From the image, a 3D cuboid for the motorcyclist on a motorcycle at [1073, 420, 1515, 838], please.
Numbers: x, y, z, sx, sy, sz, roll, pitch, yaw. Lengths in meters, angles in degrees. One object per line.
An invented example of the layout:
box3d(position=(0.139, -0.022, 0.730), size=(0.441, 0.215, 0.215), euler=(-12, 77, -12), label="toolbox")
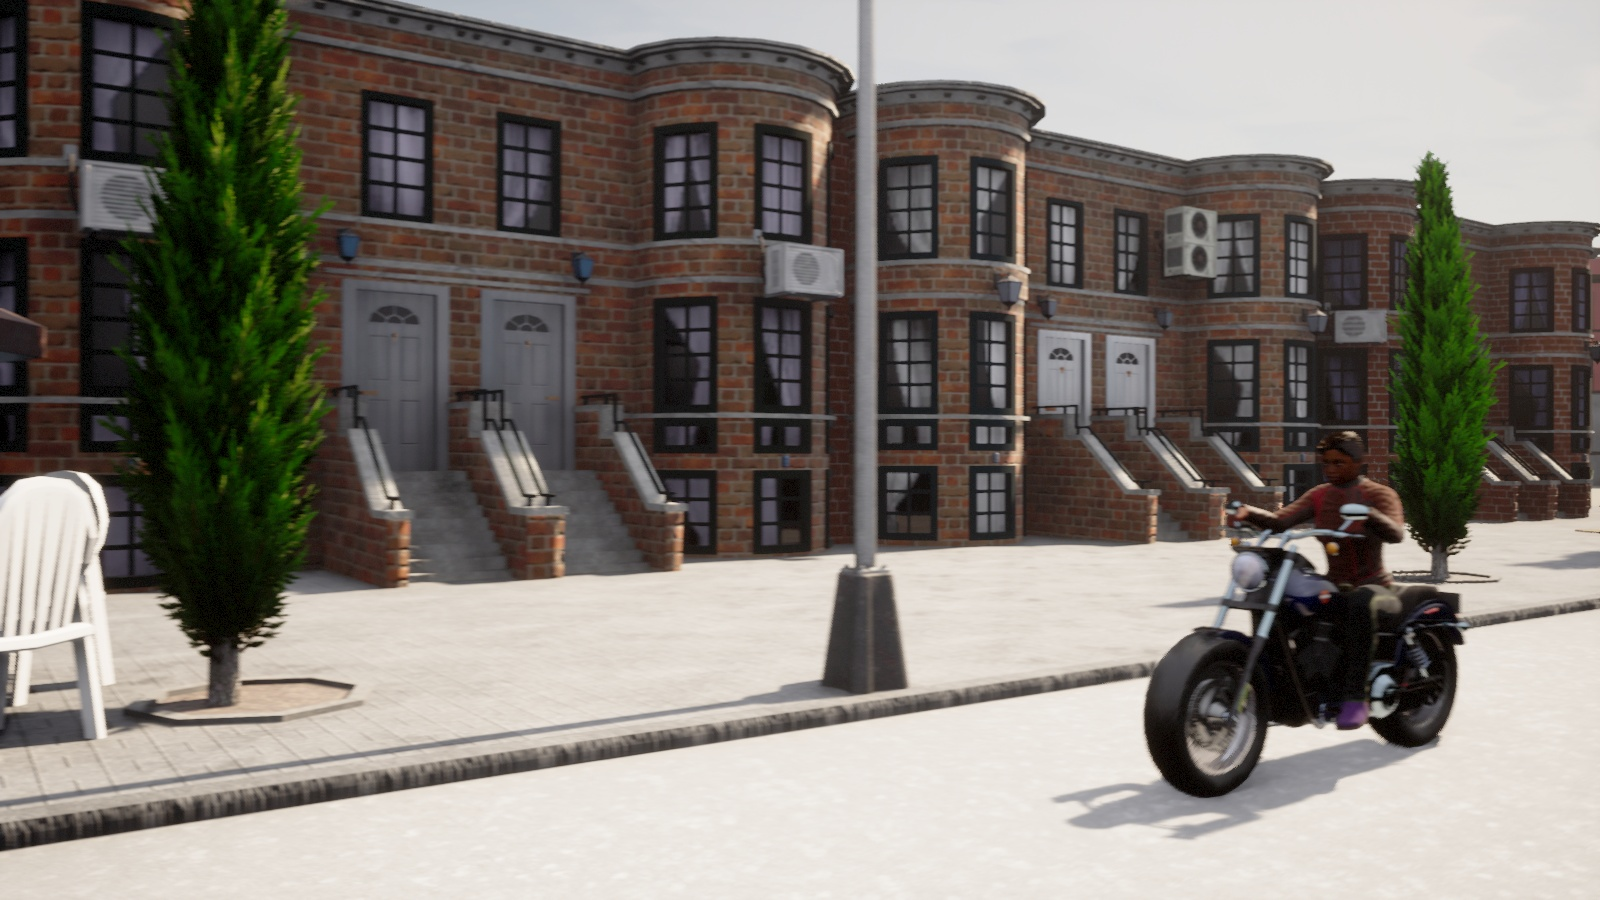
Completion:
box3d(position=(2.399, 0.705, 5.939), size=(2.350, 1.649, 0.766), euler=(0, 0, -35), label="motorcyclist on a motorcycle")
